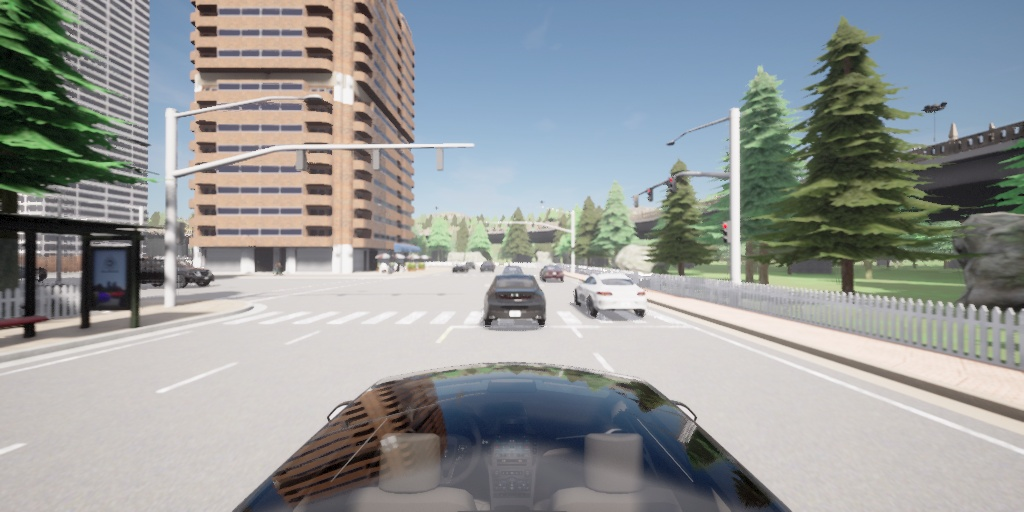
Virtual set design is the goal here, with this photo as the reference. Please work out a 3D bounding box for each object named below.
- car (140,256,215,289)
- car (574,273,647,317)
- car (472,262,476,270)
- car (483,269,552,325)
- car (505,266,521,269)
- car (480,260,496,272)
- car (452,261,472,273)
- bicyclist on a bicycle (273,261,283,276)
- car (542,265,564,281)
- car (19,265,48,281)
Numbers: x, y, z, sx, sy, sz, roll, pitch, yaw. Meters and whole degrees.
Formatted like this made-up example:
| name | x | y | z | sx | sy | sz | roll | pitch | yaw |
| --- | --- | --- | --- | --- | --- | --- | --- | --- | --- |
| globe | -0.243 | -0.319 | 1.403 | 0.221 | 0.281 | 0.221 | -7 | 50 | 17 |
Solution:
| name | x | y | z | sx | sy | sz | roll | pitch | yaw |
| --- | --- | --- | --- | --- | --- | --- | --- | --- | --- |
| car | -24.301 | 1.209 | 25.293 | 5.566 | 2.045 | 2.150 | 0 | 0 | 0 |
| car | 3.590 | 1.365 | 13.617 | 1.812 | 1.442 | 4.674 | 0 | 0 | 0 |
| car | -7.552 | 1.735 | 65.012 | 1.837 | 1.490 | 4.892 | 0 | 0 | -7 |
| car | 0.089 | 1.333 | 12.109 | 1.837 | 1.490 | 4.892 | 0 | -1 | 0 |
| car | 0.076 | 1.533 | 30.694 | 2.033 | 1.411 | 5.357 | 0 | 0 | 0 |
| car | -3.614 | 1.704 | 53.123 | 1.994 | 1.385 | 4.181 | 0 | 0 | 0 |
| car | -7.113 | 1.715 | 49.652 | 1.895 | 1.301 | 4.718 | 0 | 0 | 0 |
| bicyclist on a bicycle | -25.922 | 1.398 | 39.750 | 0.582 | 1.620 | 1.656 | 0 | 0 | 0 |
| car | 3.577 | 1.537 | 32.813 | 2.033 | 1.411 | 5.357 | 0 | 0 | 0 |
| car | -45.111 | 1.548 | 32.338 | 4.892 | 1.490 | 1.837 | 0 | 0 | 0 |
